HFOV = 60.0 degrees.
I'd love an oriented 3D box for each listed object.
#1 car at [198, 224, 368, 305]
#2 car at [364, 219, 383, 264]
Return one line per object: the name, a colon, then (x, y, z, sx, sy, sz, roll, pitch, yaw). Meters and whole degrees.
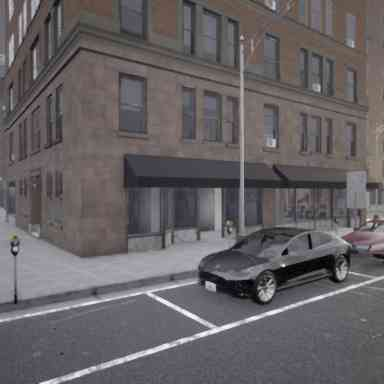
car: (2.148, 1.565, 8.105, 4.313, 1.339, 1.947, 0, 0, -36)
car: (6.608, 1.580, 11.326, 4.206, 1.307, 1.802, 0, 0, -36)
